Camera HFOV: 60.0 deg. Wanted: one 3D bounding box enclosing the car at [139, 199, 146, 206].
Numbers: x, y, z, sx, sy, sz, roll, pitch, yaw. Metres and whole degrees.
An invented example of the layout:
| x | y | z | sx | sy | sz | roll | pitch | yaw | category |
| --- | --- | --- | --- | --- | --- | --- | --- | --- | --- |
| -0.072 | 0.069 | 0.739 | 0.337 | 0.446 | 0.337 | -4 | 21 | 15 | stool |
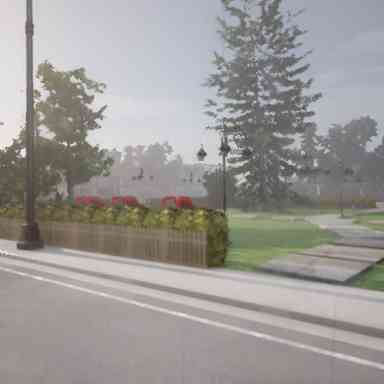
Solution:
| x | y | z | sx | sy | sz | roll | pitch | yaw | category |
| --- | --- | --- | --- | --- | --- | --- | --- | --- | --- |
| -7.553 | 1.814 | 59.483 | 1.882 | 1.535 | 5.008 | -1 | -1 | 36 | car |
